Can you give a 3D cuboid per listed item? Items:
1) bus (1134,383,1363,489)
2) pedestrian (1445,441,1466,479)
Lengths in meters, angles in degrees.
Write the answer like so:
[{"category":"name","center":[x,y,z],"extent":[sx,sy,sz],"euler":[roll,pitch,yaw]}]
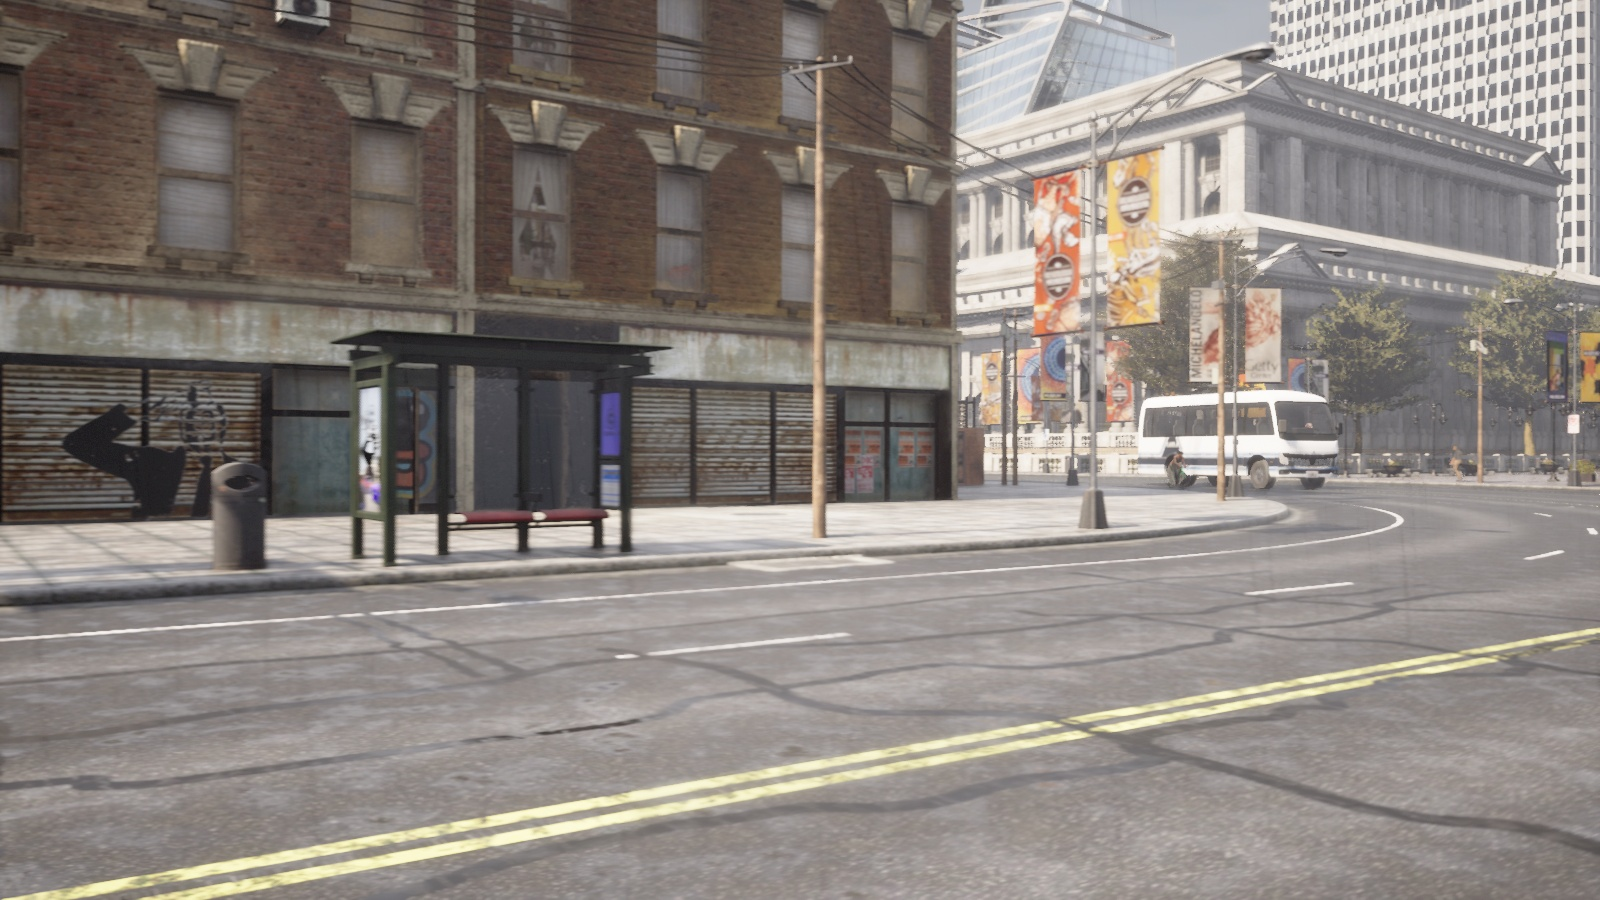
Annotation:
[{"category":"bus","center":[19.584,-0.536,55.871],"extent":[3.944,4.253,10.273],"euler":[0,0,-20]},{"category":"pedestrian","center":[31.976,0.484,61.264],"extent":[0.540,1.848,0.694],"euler":[0,0,-28]}]
